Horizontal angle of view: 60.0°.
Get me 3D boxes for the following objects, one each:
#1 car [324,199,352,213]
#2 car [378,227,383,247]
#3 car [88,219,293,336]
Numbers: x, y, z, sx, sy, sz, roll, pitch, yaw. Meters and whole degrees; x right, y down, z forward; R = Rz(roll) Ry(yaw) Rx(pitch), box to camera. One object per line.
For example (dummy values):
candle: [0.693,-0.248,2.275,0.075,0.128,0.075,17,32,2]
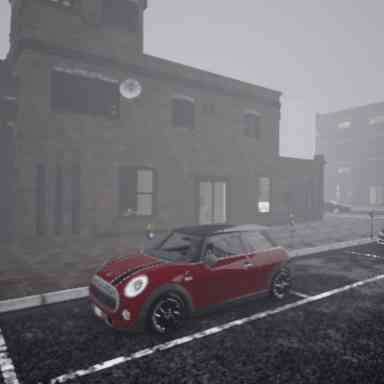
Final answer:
car: [13.399,1.398,32.836,1.887,1.381,4.507,0,-1,-35]
car: [8.892,1.446,12.887,4.403,1.369,2.008,-1,1,-35]
car: [0.090,1.413,6.604,4.097,1.590,1.967,-1,1,-35]
